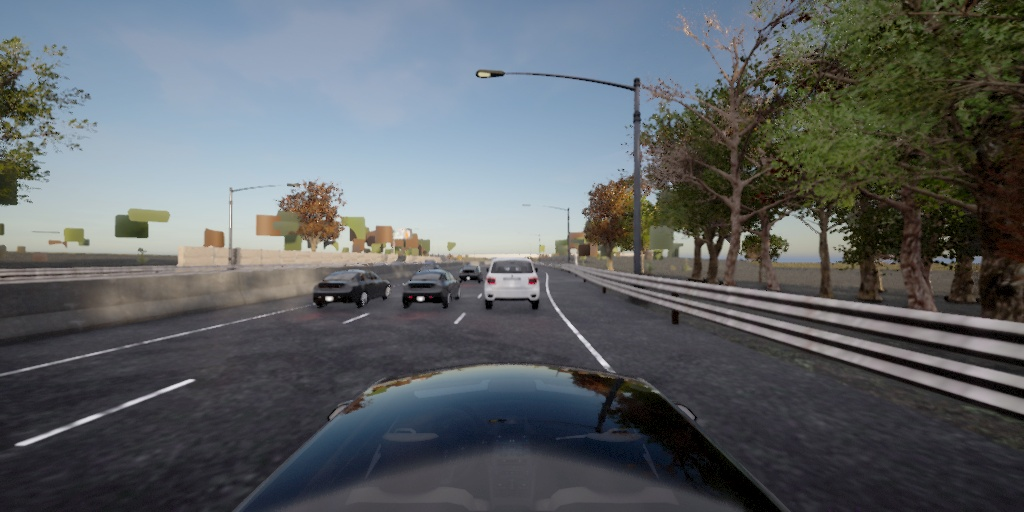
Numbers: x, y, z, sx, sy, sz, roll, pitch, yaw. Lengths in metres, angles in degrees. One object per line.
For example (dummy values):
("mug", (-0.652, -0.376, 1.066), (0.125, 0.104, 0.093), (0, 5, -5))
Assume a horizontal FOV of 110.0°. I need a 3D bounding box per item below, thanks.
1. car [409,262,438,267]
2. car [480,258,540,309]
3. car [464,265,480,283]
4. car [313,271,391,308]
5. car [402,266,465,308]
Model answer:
("car", (-6.991, 1.536, 31.145), (2.128, 1.511, 4.902), (0, 0, 0))
("car", (0.003, 1.104, 15.884), (2.150, 2.045, 5.566), (0, 0, 0))
("car", (-3.491, 1.551, 31.165), (1.837, 1.490, 4.892), (0, 0, 0))
("car", (-6.994, 1.398, 16.161), (1.837, 1.490, 4.892), (0, 0, 0))
("car", (-3.493, 1.398, 16.159), (1.837, 1.490, 4.892), (0, 0, 0))
